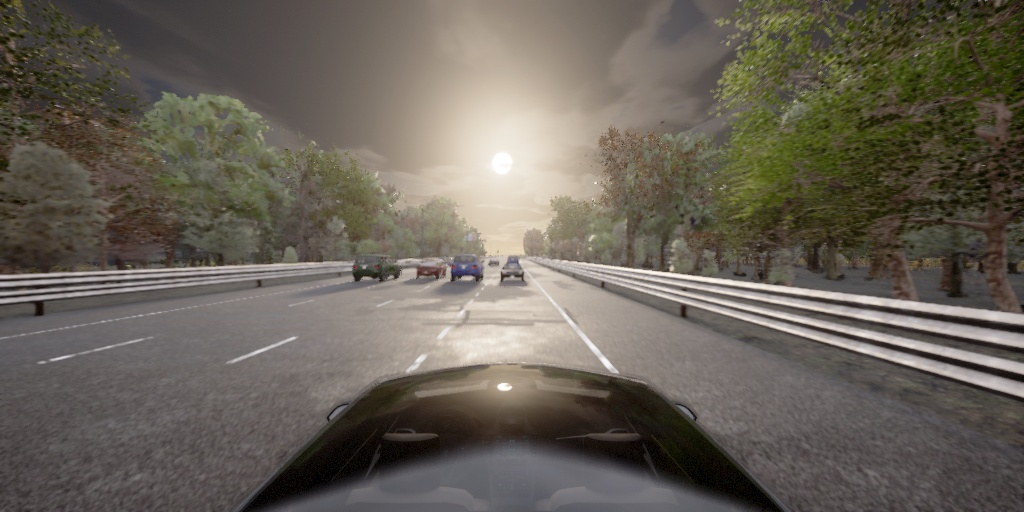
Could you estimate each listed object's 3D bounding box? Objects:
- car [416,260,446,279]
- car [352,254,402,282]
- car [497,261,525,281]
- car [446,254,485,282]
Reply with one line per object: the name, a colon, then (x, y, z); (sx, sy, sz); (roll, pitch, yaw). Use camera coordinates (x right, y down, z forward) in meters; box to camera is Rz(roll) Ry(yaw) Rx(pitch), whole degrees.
car: (-6.931, 1.139, 31.354); (1.882, 1.535, 5.008); (0, 1, 0)
car: (-10.460, 0.894, 28.102); (2.150, 2.045, 5.566); (0, 0, 1)
car: (0.049, 1.269, 28.919); (1.895, 1.301, 4.718); (0, 0, 1)
car: (-3.455, 0.893, 28.443); (2.150, 2.045, 5.566); (0, 0, 1)
